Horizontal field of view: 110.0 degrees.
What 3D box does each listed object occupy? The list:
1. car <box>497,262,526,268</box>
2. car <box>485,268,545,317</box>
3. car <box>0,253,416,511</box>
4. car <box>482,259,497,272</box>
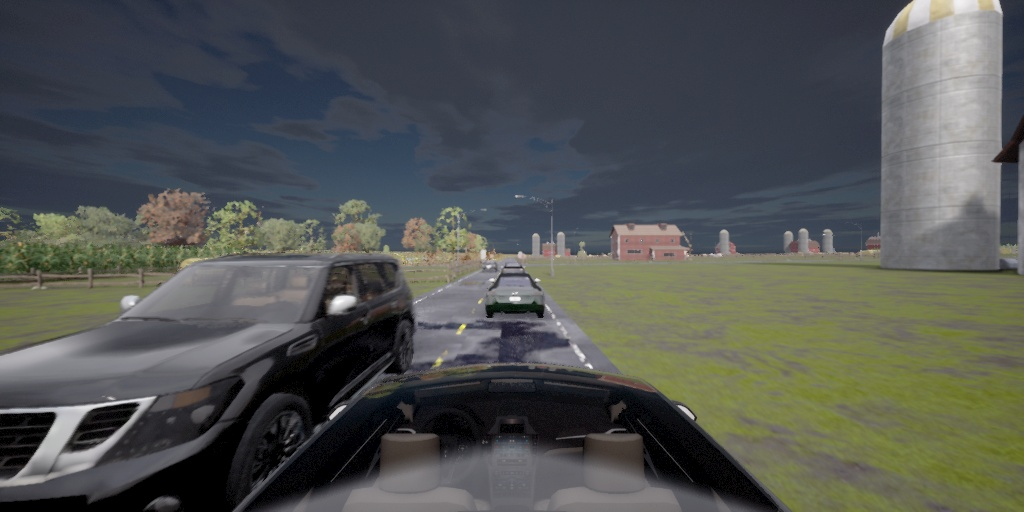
[{"bbox_3d":[0.089,1.218,29.327,2.128,1.511,4.902,0,0,0],"label":"car"},{"bbox_3d":[0.097,1.305,13.189,1.994,1.385,4.181,0,0,0],"label":"car"},{"bbox_3d":[-2.850,0.969,4.537,2.150,2.045,5.566,0,0,0],"label":"car"},{"bbox_3d":[-2.851,1.204,46.718,2.128,1.511,4.902,0,0,0],"label":"car"}]
